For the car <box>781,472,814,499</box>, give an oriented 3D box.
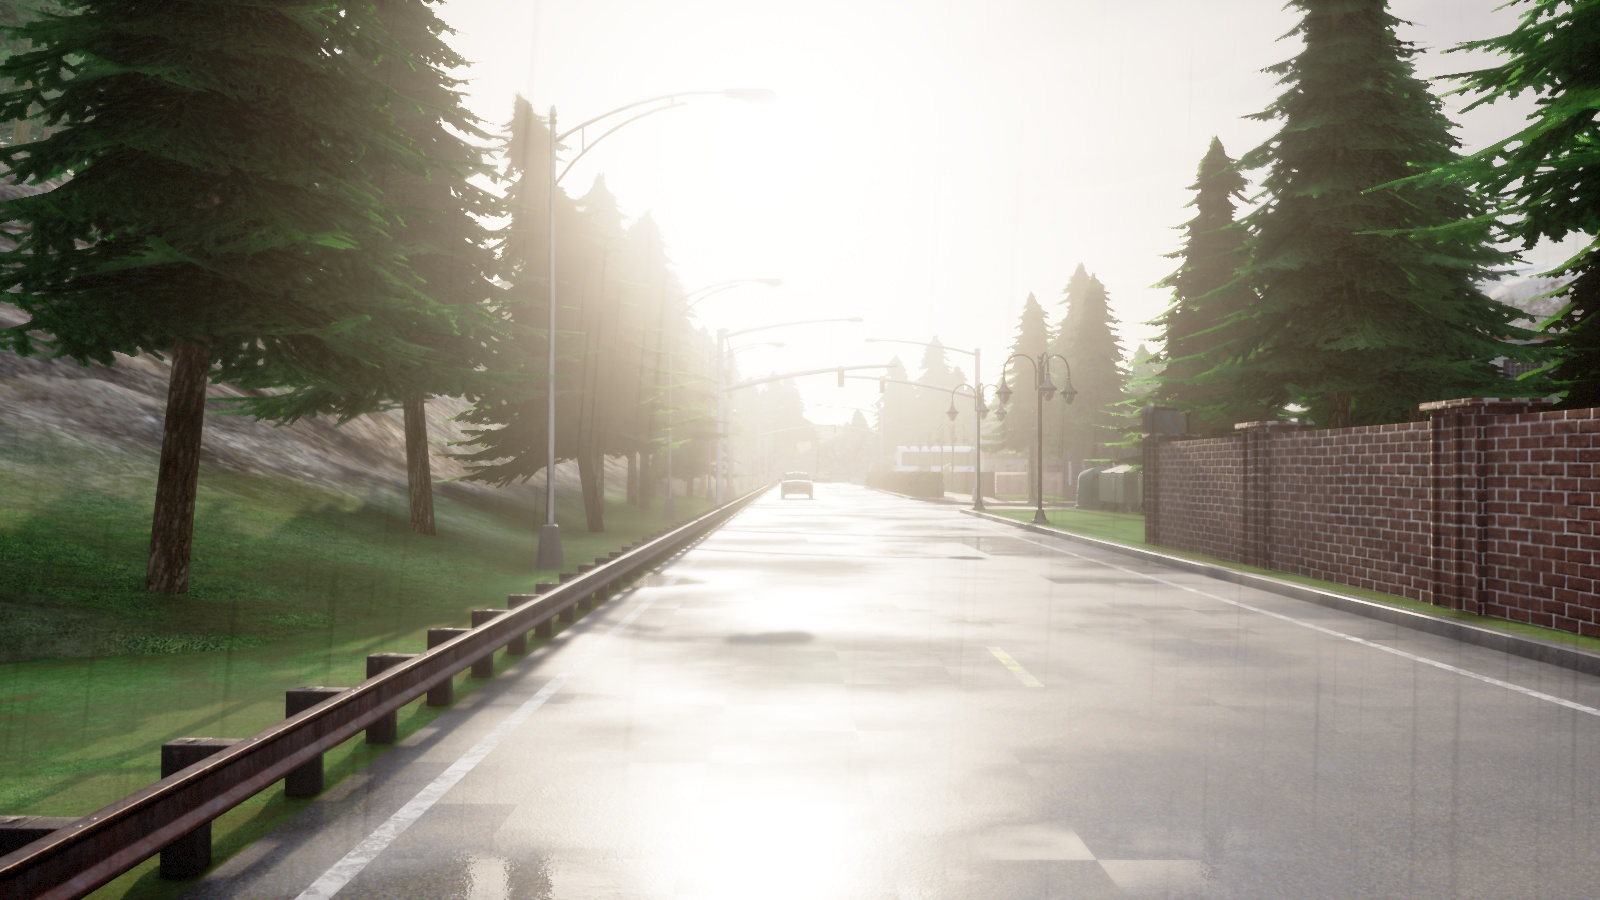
[{"bbox_3d":[-0.162,2.029,72.178,1.837,1.490,4.892,0,-1,0],"label":"car"}]
